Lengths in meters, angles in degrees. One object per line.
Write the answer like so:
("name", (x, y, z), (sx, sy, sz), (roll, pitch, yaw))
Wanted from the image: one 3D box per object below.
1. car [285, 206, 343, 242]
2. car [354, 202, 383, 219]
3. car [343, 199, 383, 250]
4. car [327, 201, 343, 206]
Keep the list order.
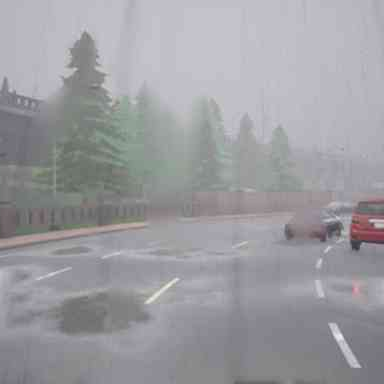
("car", (6.347, 1.644, 17.119), (1.994, 1.385, 4.181), (0, 0, 36))
("car", (18.156, 1.702, 32.394), (5.357, 1.411, 2.033), (0, 0, -37))
("car", (8.178, 1.290, 14.040), (2.150, 2.045, 5.566), (0, 0, 34))
("car", (15.246, 1.687, 34.593), (4.674, 1.442, 1.812), (1, 0, -37))
